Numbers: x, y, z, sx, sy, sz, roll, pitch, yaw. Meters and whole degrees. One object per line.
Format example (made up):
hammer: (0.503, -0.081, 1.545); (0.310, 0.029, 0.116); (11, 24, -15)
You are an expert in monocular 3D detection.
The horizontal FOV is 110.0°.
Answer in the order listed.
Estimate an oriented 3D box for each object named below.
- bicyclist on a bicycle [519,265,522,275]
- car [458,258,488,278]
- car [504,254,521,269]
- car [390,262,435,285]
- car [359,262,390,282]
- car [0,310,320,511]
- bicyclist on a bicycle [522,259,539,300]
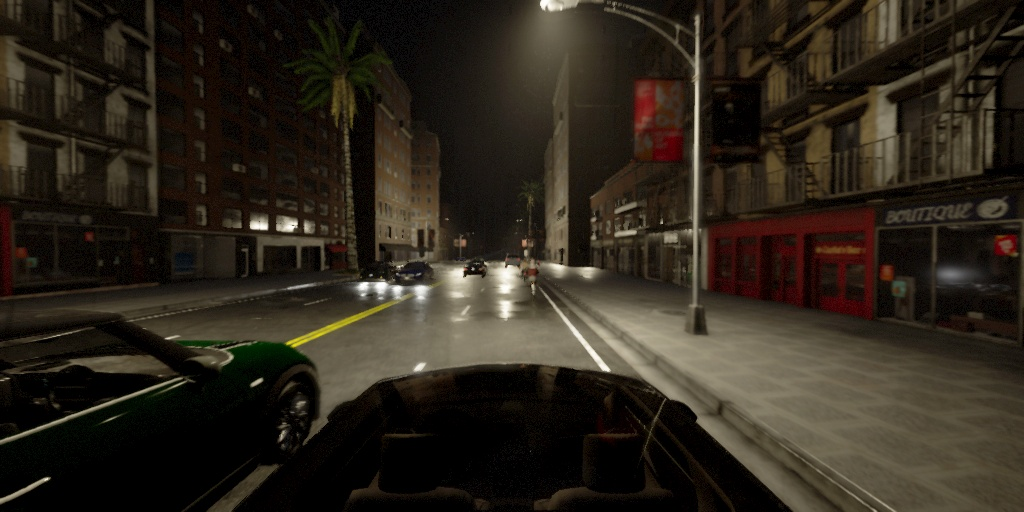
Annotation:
bicyclist on a bicycle: (0.912, 1.031, 25.106); (0.866, 1.612, 1.509); (0, 0, 0)
car: (-3.153, 1.106, 31.558); (2.033, 1.411, 5.357); (0, 0, 0)
car: (0.087, 0.694, 50.626); (2.150, 2.045, 5.566); (0, 0, -1)
car: (-6.600, 1.121, 24.844); (1.812, 1.442, 4.674); (0, 0, 0)
car: (-9.848, 1.147, 27.024); (1.994, 1.385, 4.181); (0, 0, 0)
car: (-3.150, 1.099, 2.075); (2.097, 1.767, 4.553); (0, 0, 0)
bicyclist on a bicycle: (0.892, 1.023, 15.721); (0.659, 1.776, 1.843); (0, 1, 0)
